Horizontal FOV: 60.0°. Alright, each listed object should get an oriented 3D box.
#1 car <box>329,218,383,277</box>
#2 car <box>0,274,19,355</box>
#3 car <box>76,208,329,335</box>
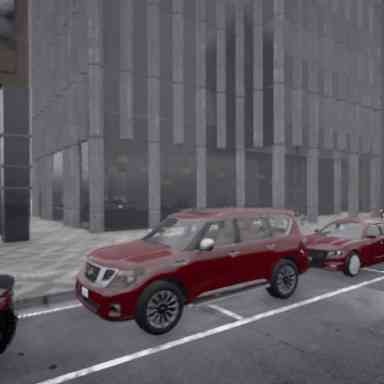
[{"bbox_3d":[4.915,1.509,10.122,4.507,1.381,1.887,0,0,-35],"label":"car"},{"bbox_3d":[-4.285,1.568,3.606,4.313,1.339,1.947,0,0,-35],"label":"car"},{"bbox_3d":[0.314,1.298,6.864,5.009,1.841,2.192,0,0,-35],"label":"car"}]
